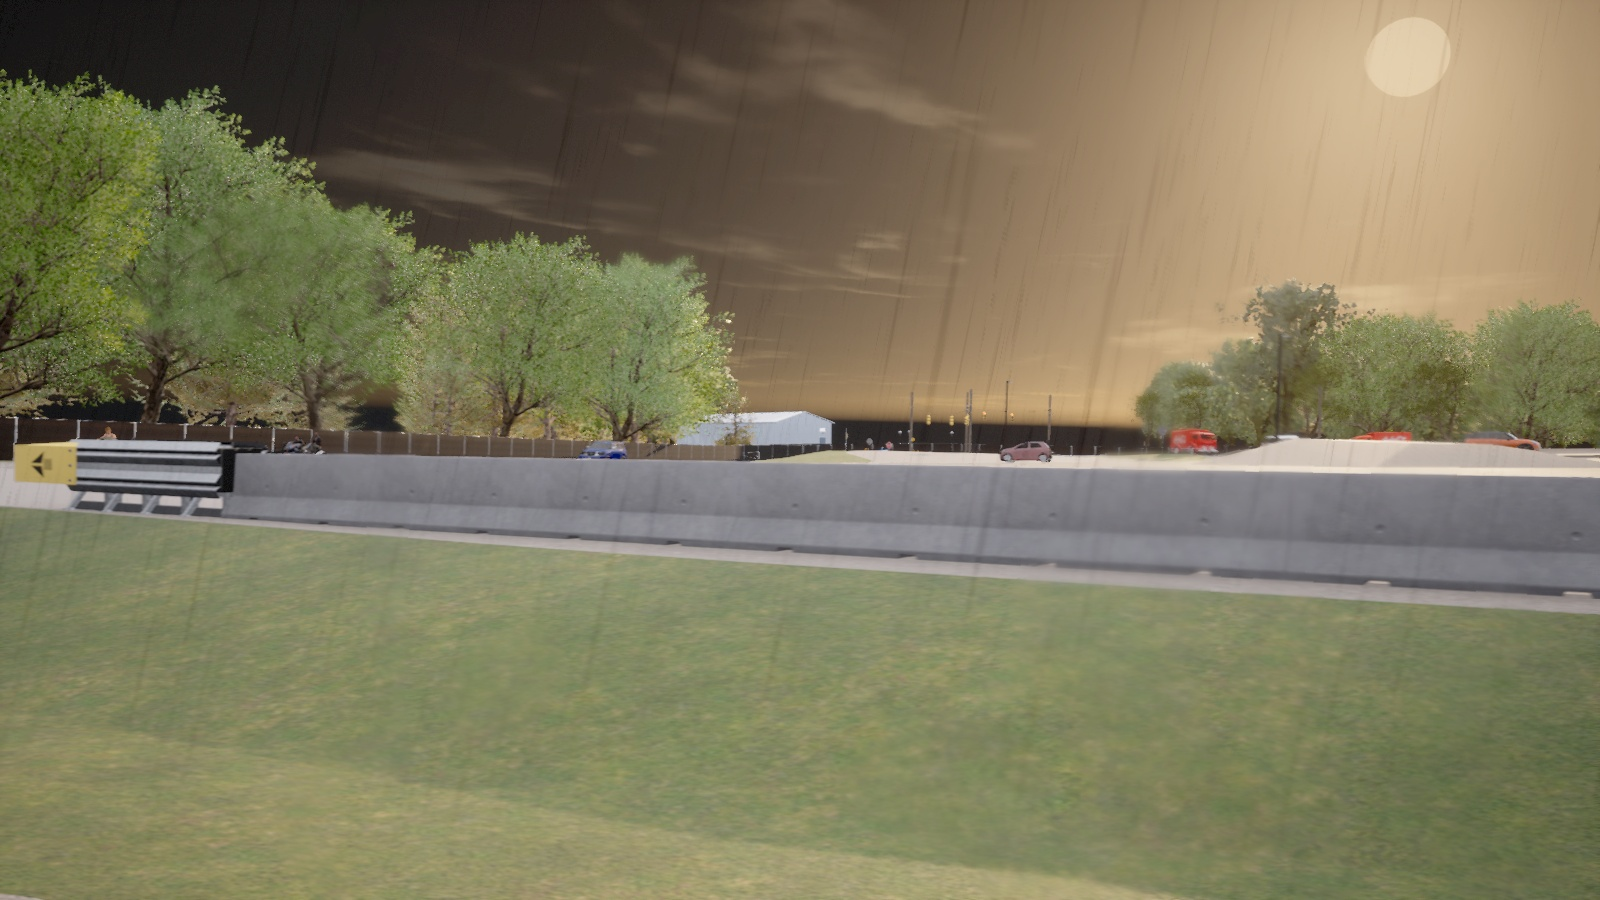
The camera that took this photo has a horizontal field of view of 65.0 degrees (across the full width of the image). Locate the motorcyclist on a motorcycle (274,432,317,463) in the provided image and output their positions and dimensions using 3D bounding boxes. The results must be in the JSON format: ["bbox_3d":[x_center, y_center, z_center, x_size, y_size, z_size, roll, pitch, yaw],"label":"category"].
[{"bbox_3d":[-26.490,-0.112,66.018,0.866,1.530,2.191,3,0,15],"label":"motorcyclist on a motorcycle"}]

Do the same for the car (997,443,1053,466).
[{"bbox_3d":[15.888,0.329,88.563,3.633,1.501,1.845,0,-2,18],"label":"car"}]

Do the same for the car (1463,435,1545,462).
[{"bbox_3d":[46.637,-0.082,83.204,4.553,1.767,2.097,0,0,33],"label":"car"}]
